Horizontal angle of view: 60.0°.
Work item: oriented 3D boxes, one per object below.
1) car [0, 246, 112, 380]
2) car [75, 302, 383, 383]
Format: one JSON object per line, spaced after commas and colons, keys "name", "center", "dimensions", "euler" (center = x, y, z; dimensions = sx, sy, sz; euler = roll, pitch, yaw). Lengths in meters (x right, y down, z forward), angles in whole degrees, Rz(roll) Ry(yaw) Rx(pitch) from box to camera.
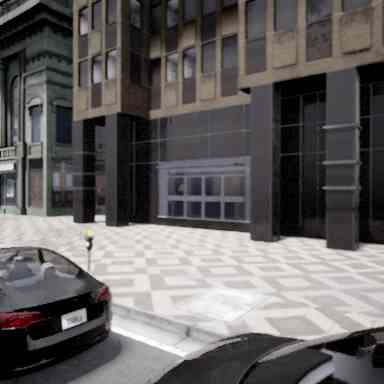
{"name": "car", "center": [-3.091, 1.521, 5.152], "dimensions": [4.313, 1.339, 1.947], "euler": [1, 0, 35]}
{"name": "car", "center": [1.510, 1.566, 1.896], "dimensions": [4.313, 1.339, 1.947], "euler": [1, 0, 35]}
